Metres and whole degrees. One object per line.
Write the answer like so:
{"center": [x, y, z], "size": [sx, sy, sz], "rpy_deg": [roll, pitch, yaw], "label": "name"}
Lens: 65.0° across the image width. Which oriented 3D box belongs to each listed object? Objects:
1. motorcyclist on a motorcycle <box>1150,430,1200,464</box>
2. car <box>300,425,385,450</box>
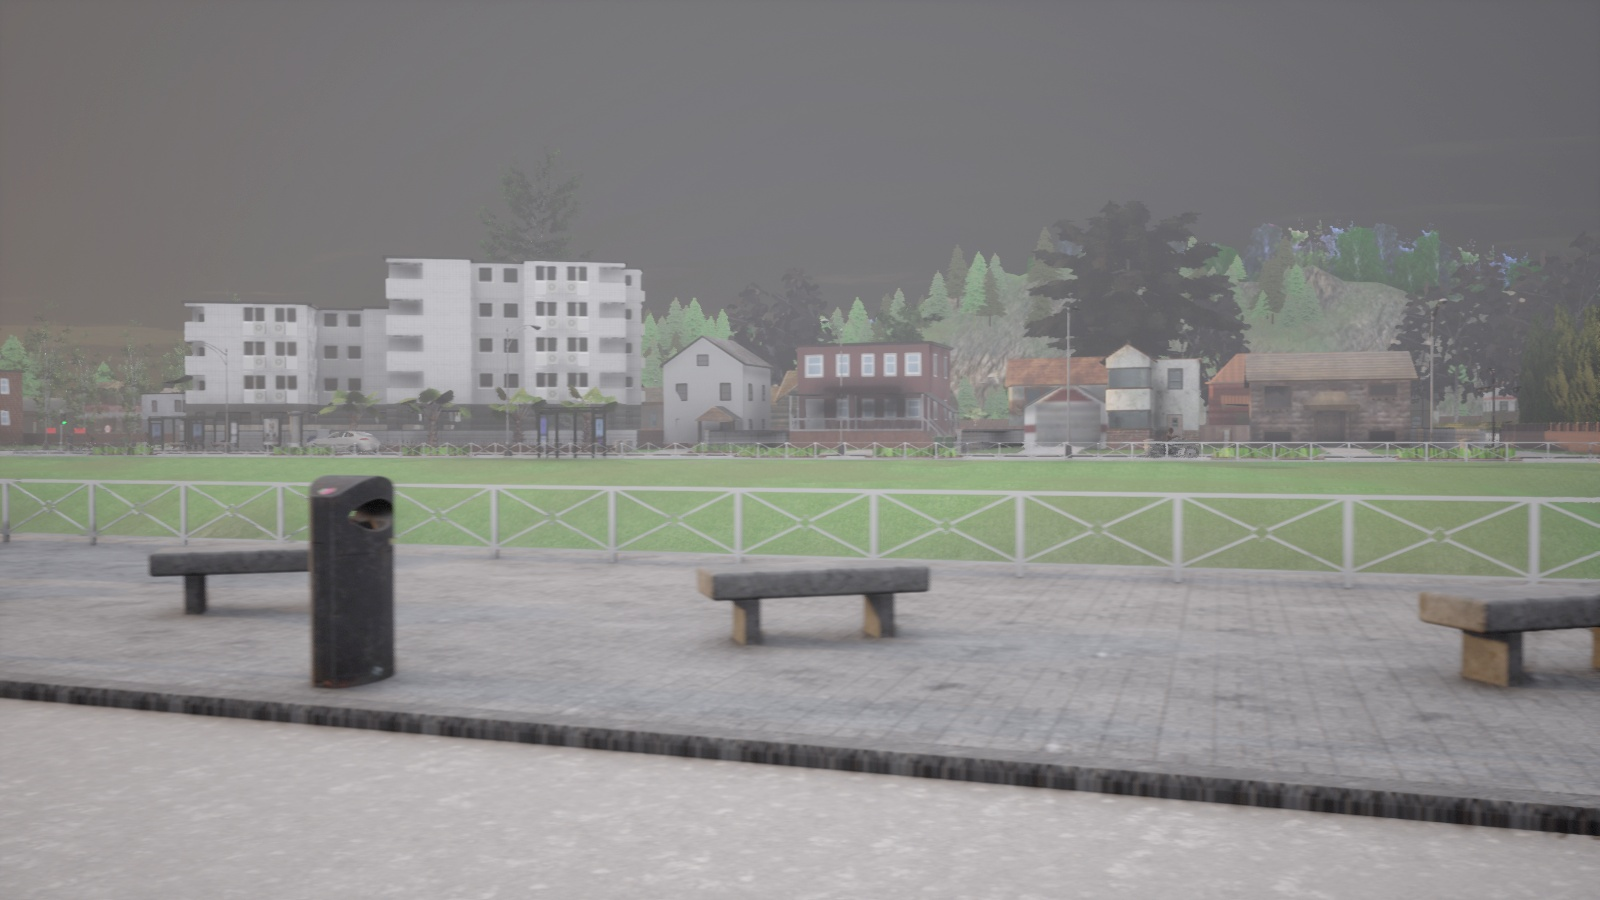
{"center": [18.687, -0.154, 62.519], "size": [2.350, 1.649, 0.766], "rpy_deg": [1, 1, 19], "label": "motorcyclist on a motorcycle"}
{"center": [-30.316, -0.842, 83.236], "size": [5.027, 1.651, 2.152], "rpy_deg": [1, 1, 19], "label": "car"}
